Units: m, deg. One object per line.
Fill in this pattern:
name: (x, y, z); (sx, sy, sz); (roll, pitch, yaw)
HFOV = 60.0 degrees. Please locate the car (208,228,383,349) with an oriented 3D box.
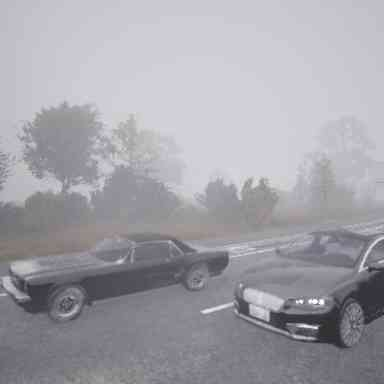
car: (2.903, 1.494, 6.378); (4.902, 1.511, 2.128); (0, 0, -38)

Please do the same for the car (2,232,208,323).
car: (-1.471, 1.615, 7.374); (4.718, 1.301, 1.895); (0, 0, -37)
